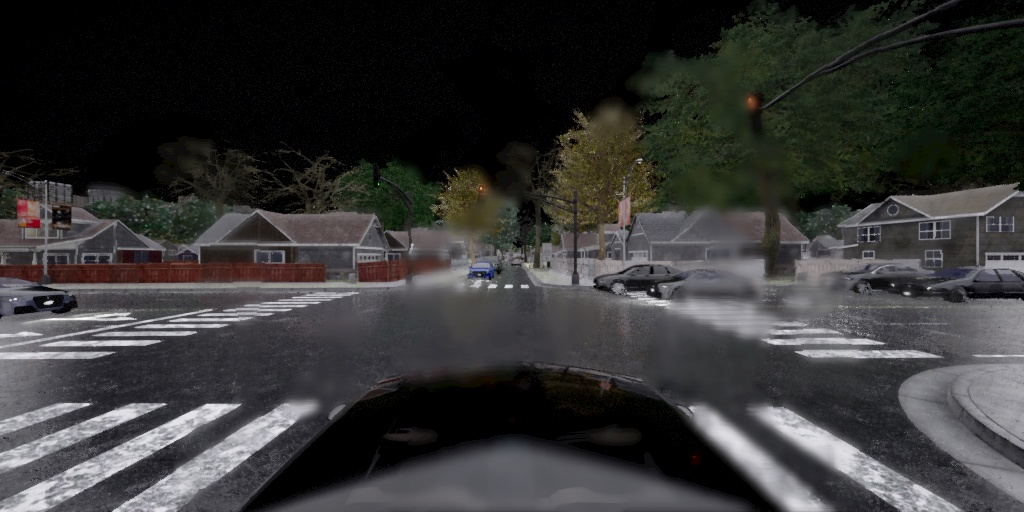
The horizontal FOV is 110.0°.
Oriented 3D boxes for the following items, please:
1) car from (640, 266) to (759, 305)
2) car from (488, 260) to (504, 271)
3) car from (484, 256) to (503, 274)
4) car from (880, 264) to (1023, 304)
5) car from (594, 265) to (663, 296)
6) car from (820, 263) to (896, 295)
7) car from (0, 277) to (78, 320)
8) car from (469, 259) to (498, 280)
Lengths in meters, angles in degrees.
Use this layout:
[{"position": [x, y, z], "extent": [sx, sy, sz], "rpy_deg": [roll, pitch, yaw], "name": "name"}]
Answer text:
[{"position": [7.962, 1.255, 15.184], "extent": [4.181, 1.385, 1.994], "rpy_deg": [0, 0, 0], "name": "car"}, {"position": [-2.269, 1.330, 51.964], "extent": [2.033, 1.411, 5.357], "rpy_deg": [0, 0, 1], "name": "car"}, {"position": [-2.400, 0.994, 41.647], "extent": [2.150, 2.045, 5.566], "rpy_deg": [0, 0, 1], "name": "car"}, {"position": [19.281, 1.174, 15.003], "extent": [5.357, 1.411, 2.033], "rpy_deg": [0, 0, 1], "name": "car"}, {"position": [6.695, 1.203, 18.452], "extent": [4.892, 1.490, 1.837], "rpy_deg": [0, 0, 1], "name": "car"}, {"position": [18.572, 1.120, 18.263], "extent": [4.902, 1.511, 2.128], "rpy_deg": [0, 0, 1], "name": "car"}, {"position": [-17.598, 1.410, 12.136], "extent": [4.181, 1.385, 1.994], "rpy_deg": [0, 0, 1], "name": "car"}, {"position": [-2.594, 1.241, 31.411], "extent": [1.882, 1.535, 5.008], "rpy_deg": [0, 0, 1], "name": "car"}]
